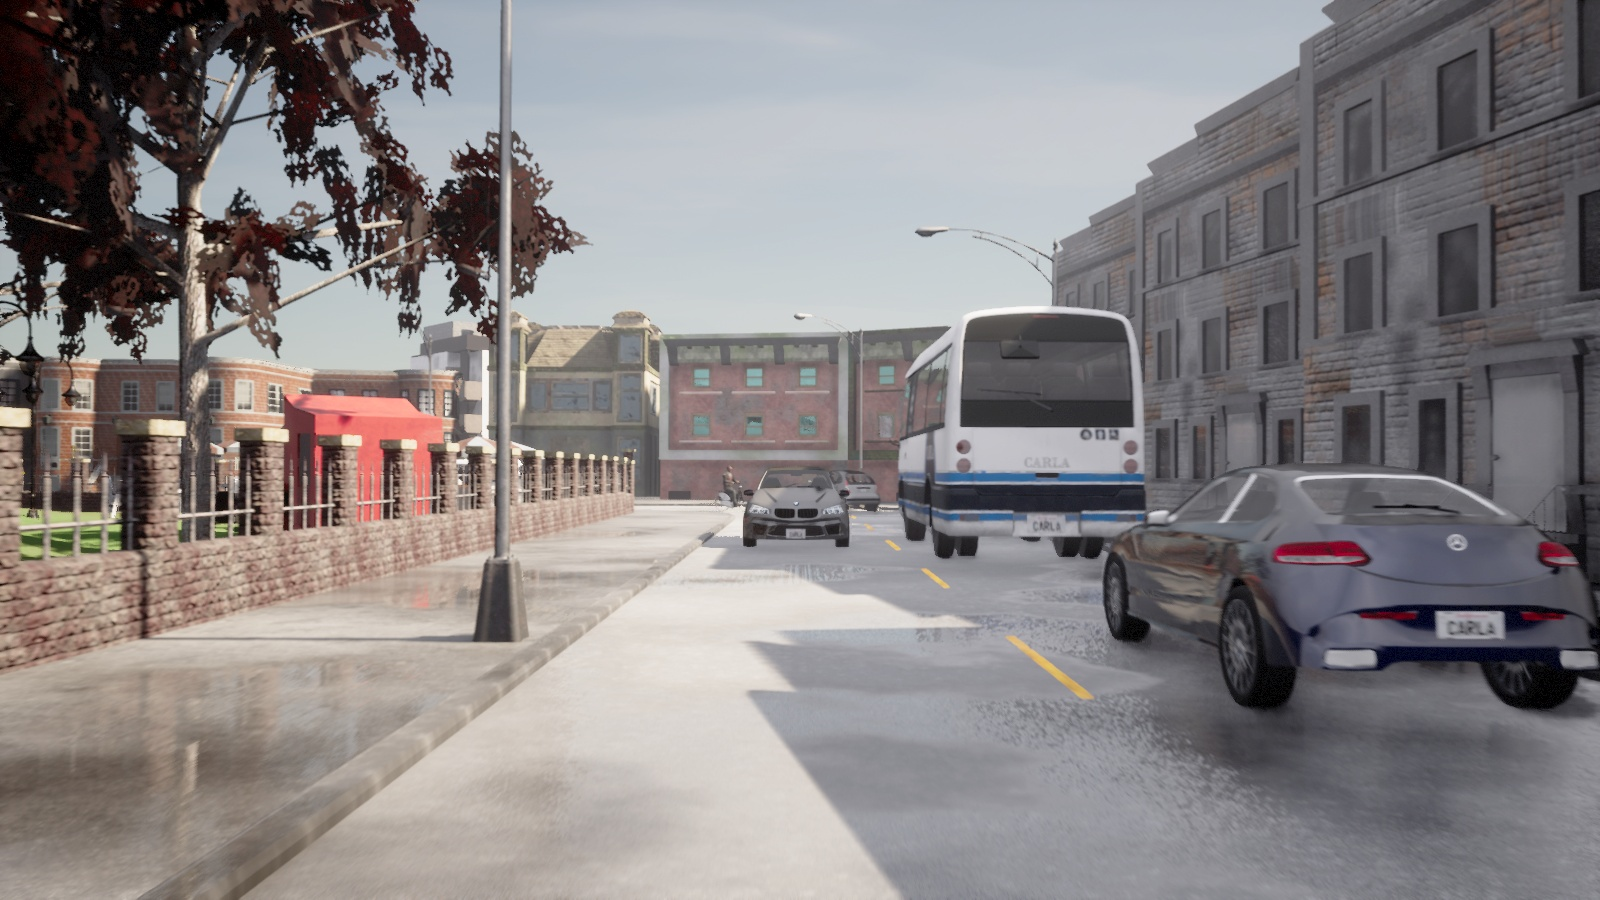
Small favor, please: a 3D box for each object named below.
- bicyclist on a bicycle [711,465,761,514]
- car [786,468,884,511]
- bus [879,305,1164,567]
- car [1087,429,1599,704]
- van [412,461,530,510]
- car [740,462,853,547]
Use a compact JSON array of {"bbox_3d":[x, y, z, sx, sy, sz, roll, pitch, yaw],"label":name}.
[{"bbox_3d":[-2.400,1.484,47.087,1.843,1.776,0.659,-1,1,40],"label":"bicyclist on a bicycle"},{"bbox_3d":[1.324,1.536,49.384,1.851,1.617,3.988,0,-1,-34],"label":"car"},{"bbox_3d":[3.927,-0.149,25.599,3.944,4.253,10.273,0,-1,0],"label":"bus"},{"bbox_3d":[3.973,0.747,10.102,2.152,1.651,5.027,0,-1,0],"label":"car"},{"bbox_3d":[-13.912,1.485,53.265,4.480,2.038,2.069,0,-1,0],"label":"van"},{"bbox_3d":[-0.072,1.114,27.142,2.242,1.667,4.611,0,-1,0],"label":"car"}]
